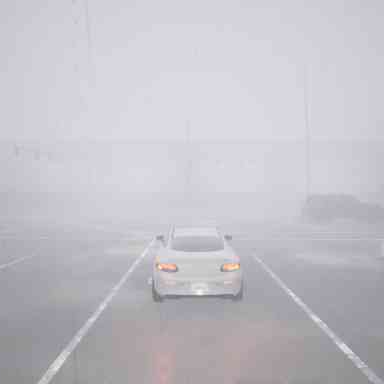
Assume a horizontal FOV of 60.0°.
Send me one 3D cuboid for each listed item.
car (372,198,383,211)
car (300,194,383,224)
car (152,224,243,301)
[{"bbox_3d":[23.307,1.397,37.840,4.674,1.442,1.812,-1,0,2],"label":"car"},{"bbox_3d":[10.732,1.184,23.966,5.566,2.045,2.150,0,0,2],"label":"car"},{"bbox_3d":[0.075,1.527,8.210,1.812,1.442,4.674,0,0,-1],"label":"car"}]
